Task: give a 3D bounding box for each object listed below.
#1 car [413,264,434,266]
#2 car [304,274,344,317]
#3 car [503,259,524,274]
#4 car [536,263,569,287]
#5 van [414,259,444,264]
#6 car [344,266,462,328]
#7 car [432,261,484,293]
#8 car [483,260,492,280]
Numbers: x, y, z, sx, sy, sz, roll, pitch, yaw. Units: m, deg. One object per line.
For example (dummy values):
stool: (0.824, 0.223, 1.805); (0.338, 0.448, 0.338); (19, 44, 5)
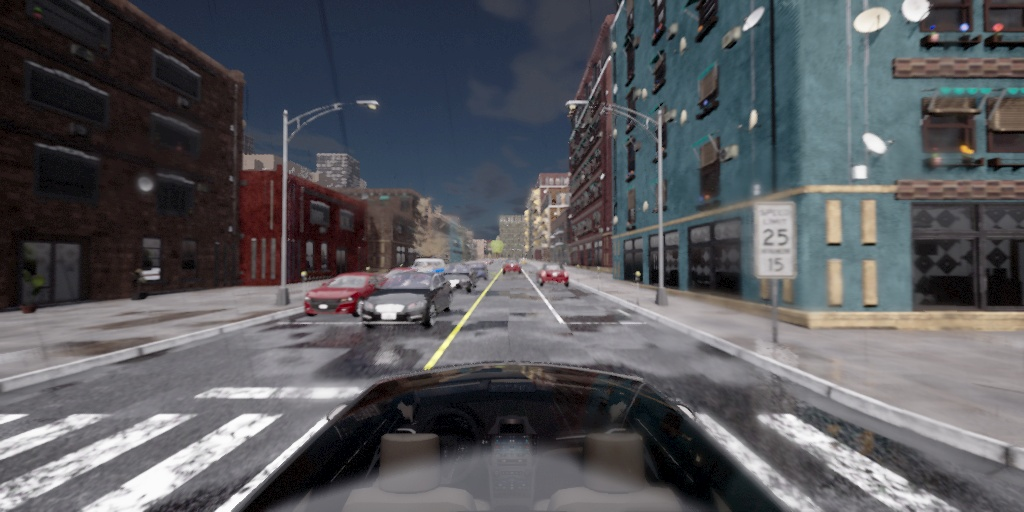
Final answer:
car: (-5.684, 1.298, 18.863); (1.888, 1.381, 4.507); (0, 0, 0)
car: (-5.762, 1.297, 13.182); (1.888, 1.381, 4.507); (0, 0, 0)
car: (0.012, 1.108, 40.821); (2.097, 1.767, 4.553); (0, 0, 0)
car: (2.699, 1.193, 24.609); (1.967, 1.591, 4.097); (0, 0, 0)
van: (-5.682, 1.095, 24.551); (1.690, 1.789, 3.998); (0, 0, 0)
car: (-3.087, 1.243, 11.446); (2.128, 1.511, 4.902); (0, 0, 0)
car: (-3.080, 1.244, 20.992); (2.128, 1.511, 4.902); (0, 0, 0)
car: (-3.066, 1.318, 30.981); (1.994, 1.385, 4.181); (0, 0, 1)
